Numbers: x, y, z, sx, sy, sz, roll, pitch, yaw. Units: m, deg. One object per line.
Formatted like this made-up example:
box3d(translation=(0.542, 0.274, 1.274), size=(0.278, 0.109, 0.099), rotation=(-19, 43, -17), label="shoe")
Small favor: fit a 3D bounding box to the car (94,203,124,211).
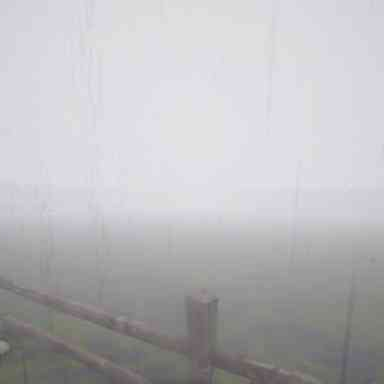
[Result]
box3d(translation=(-13.257, 2.354, 53.129), size=(1.895, 1.301, 4.718), rotation=(-1, -2, 36), label="car")
